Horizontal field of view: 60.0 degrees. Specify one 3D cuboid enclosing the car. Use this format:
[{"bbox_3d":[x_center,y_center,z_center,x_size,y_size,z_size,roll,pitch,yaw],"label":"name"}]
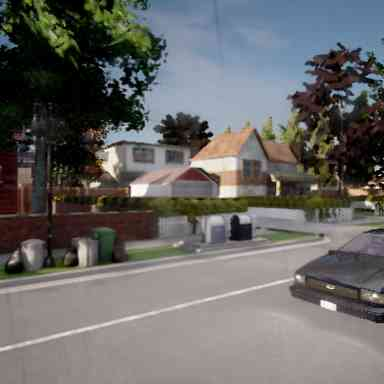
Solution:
[{"bbox_3d":[4.477,1.530,7.196,5.357,1.411,2.033,0,0,-36],"label":"car"}]
